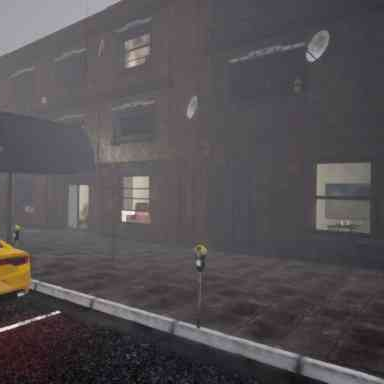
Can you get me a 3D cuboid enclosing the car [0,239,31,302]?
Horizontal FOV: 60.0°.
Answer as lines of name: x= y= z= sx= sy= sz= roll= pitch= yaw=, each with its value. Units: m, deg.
car: x=-5.472 y=1.475 z=7.143 sx=5.008 sy=1.535 sz=1.882 roll=0 pitch=0 yaw=35
